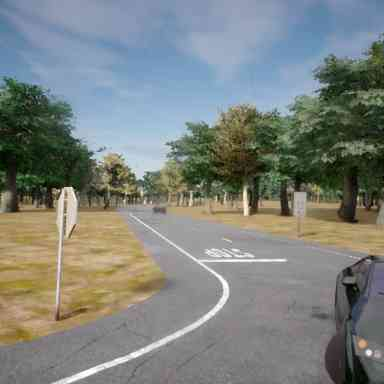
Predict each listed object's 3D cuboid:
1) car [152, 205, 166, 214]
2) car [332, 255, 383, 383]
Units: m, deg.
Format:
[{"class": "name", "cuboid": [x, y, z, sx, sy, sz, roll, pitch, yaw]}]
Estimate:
[{"class": "car", "cuboid": [-5.602, 2.963, 56.870, 1.882, 1.535, 5.008, 3, -2, -14]}, {"class": "car", "cuboid": [3.089, 1.642, 4.595, 1.994, 1.385, 4.181, 1, -1, 22]}]
